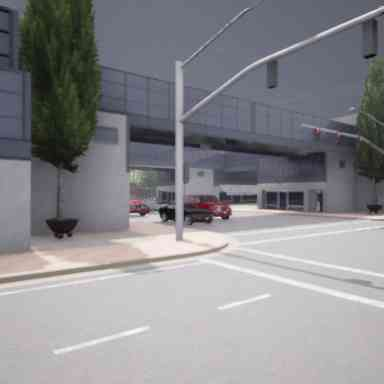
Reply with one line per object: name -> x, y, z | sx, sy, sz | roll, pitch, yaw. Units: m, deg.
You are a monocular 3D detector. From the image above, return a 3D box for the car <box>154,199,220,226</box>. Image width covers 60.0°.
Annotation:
car -> -0.479, 1.501, 24.051 | 1.882, 1.535, 5.008 | 0, 0, -36

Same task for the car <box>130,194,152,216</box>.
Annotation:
car -> -6.373, 1.247, 32.061 | 2.150, 2.045, 5.566 | 0, 0, -36

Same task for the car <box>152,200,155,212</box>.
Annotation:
car -> -4.797, 1.522, 35.823 | 2.128, 1.511, 4.902 | 0, 0, -36

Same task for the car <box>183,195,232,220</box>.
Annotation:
car -> 0.986, 1.250, 28.003 | 2.150, 2.045, 5.566 | 0, 0, -34
